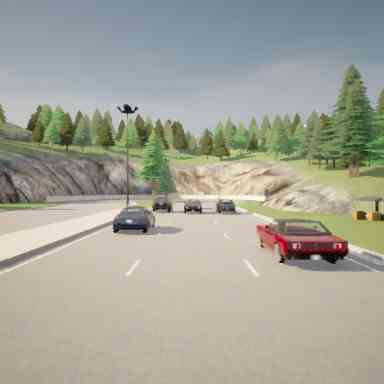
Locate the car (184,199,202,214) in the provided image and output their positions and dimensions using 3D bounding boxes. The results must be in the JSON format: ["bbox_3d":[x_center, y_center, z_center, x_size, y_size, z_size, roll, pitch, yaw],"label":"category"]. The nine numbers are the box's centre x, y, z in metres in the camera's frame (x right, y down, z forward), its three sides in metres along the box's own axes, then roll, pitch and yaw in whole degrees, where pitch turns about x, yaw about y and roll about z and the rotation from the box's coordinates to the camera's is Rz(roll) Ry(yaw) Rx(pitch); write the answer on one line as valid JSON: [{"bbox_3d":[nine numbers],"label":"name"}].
[{"bbox_3d":[0.107,1.600,35.794,1.895,1.301,4.718,0,0,0],"label":"car"}]

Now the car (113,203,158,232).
[{"bbox_3d":[-3.396,1.564,19.977,1.994,1.385,4.181,0,0,0],"label":"car"}]

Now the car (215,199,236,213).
[{"bbox_3d":[3.610,1.490,36.220,2.128,1.511,4.902,0,0,0],"label":"car"}]

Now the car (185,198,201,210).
[{"bbox_3d":[0.200,1.563,44.555,1.994,1.385,4.181,0,0,2],"label":"car"}]

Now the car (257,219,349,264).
[{"bbox_3d":[3.603,1.601,11.855,1.895,1.301,4.718,0,0,0],"label":"car"}]

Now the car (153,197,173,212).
[{"bbox_3d":[-3.385,1.352,38.670,2.097,1.767,4.553,0,0,0],"label":"car"}]
